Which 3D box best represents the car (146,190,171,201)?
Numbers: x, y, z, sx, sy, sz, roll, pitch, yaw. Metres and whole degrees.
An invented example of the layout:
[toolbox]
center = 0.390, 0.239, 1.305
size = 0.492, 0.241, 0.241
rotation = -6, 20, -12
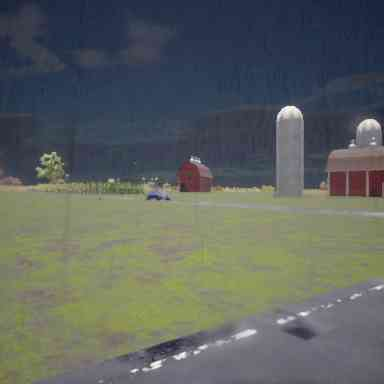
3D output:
[car]
center = -6.064, 0.660, 59.447
size = 2.150, 2.045, 5.566
rotation = 0, 1, -38
